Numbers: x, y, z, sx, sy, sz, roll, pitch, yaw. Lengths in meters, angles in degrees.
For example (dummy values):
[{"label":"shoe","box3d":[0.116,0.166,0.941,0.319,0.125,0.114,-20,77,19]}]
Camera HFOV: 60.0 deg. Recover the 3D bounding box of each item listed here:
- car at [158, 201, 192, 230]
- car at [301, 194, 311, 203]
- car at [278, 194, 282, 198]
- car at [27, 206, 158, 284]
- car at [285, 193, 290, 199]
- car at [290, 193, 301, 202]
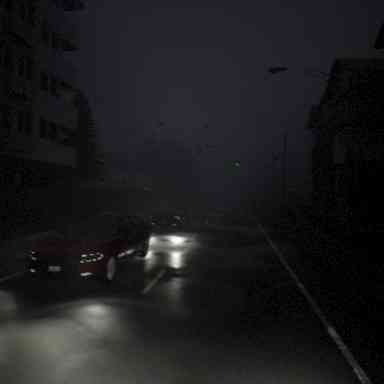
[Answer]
[{"label":"car","box3d":[-1.191,1.282,19.875,1.882,1.535,5.008,2,0,8]},{"label":"car","box3d":[22.258,1.349,59.858,3.806,1.475,1.970,2,0,7]},{"label":"car","box3d":[24.397,1.091,81.883,4.605,1.855,1.932,2,0,7]},{"label":"car","box3d":[-2.568,1.331,9.476,1.882,1.535,5.008,2,0,7]},{"label":"car","box3d":[24.430,1.096,78.949,3.866,1.878,1.905,2,0,7]},{"label":"car","box3d":[22.771,1.232,66.263,5.027,1.636,2.152,2,0,7]}]
